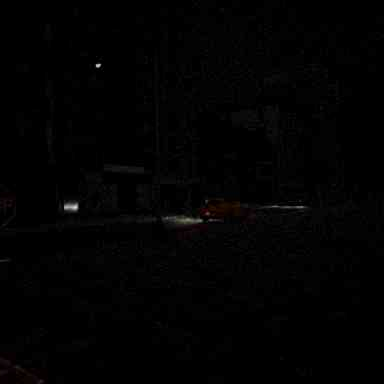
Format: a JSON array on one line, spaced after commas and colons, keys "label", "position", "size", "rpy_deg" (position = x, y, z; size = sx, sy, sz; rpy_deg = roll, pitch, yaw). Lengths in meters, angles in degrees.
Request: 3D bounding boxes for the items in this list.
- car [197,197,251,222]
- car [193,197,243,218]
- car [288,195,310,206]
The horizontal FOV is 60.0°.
[{"label": "car", "position": [2.404, 1.195, 23.221], "size": [1.882, 1.535, 5.008], "rpy_deg": [-2, 0, 35]}, {"label": "car", "position": [2.283, 1.225, 28.024], "size": [1.882, 1.535, 5.008], "rpy_deg": [-2, 0, 35]}, {"label": "car", "position": [14.789, 1.179, 45.797], "size": [1.837, 1.490, 4.892], "rpy_deg": [-2, -1, 35]}]
